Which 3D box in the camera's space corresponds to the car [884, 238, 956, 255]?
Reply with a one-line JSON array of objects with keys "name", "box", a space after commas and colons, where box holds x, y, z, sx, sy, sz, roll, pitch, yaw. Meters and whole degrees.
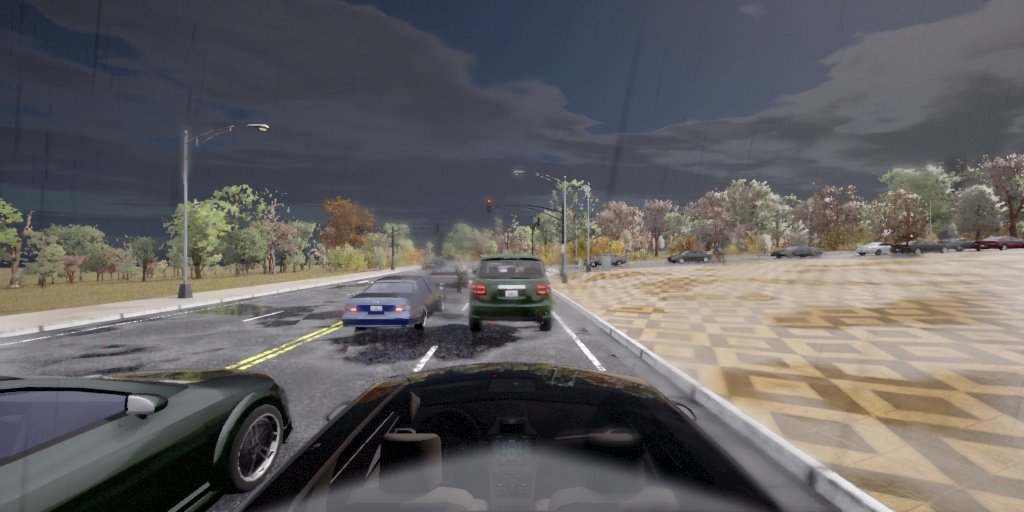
[{"name": "car", "box": [41.249, -0.878, 36.286, 5.008, 1.535, 1.882, -3, 0, -5]}]

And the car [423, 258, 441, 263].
[{"name": "car", "box": [-12.527, 1.406, 54.823, 1.994, 1.385, 4.181, 0, 0, -5]}]

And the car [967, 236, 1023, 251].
[{"name": "car", "box": [51.168, -1.315, 37.416, 5.008, 1.535, 1.882, -3, 0, -7]}]

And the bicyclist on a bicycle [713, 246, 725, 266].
[{"name": "bicyclist on a bicycle", "box": [17.409, 0.004, 30.187, 0.582, 1.620, 1.656, -2, 0, -3]}]

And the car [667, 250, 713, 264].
[{"name": "car", "box": [20.439, 0.081, 41.283, 4.892, 1.490, 1.837, -3, 0, -3]}]

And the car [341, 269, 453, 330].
[{"name": "car", "box": [-3.308, 1.303, 11.092, 2.033, 1.411, 5.357, 0, 0, -1]}]

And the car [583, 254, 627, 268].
[{"name": "car", "box": [10.535, 0.520, 40.769, 4.902, 1.511, 2.128, -3, 0, -3]}]

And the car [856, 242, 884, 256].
[{"name": "car", "box": [40.587, -0.804, 39.485, 4.674, 1.442, 1.812, -3, 0, -6]}]

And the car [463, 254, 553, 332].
[{"name": "car", "box": [-0.060, 0.977, 11.089, 2.150, 2.045, 5.566, 0, 0, -1]}]

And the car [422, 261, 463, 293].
[{"name": "car", "box": [-3.617, 1.257, 20.839, 2.128, 1.511, 4.902, 0, 0, 0]}]

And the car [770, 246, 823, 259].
[{"name": "car", "box": [33.493, -0.467, 42.222, 5.357, 1.411, 2.033, -3, 0, -5]}]

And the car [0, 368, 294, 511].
[{"name": "car", "box": [-3.173, 1.314, 1.870, 1.994, 1.385, 4.181, 0, 0, 0]}]
